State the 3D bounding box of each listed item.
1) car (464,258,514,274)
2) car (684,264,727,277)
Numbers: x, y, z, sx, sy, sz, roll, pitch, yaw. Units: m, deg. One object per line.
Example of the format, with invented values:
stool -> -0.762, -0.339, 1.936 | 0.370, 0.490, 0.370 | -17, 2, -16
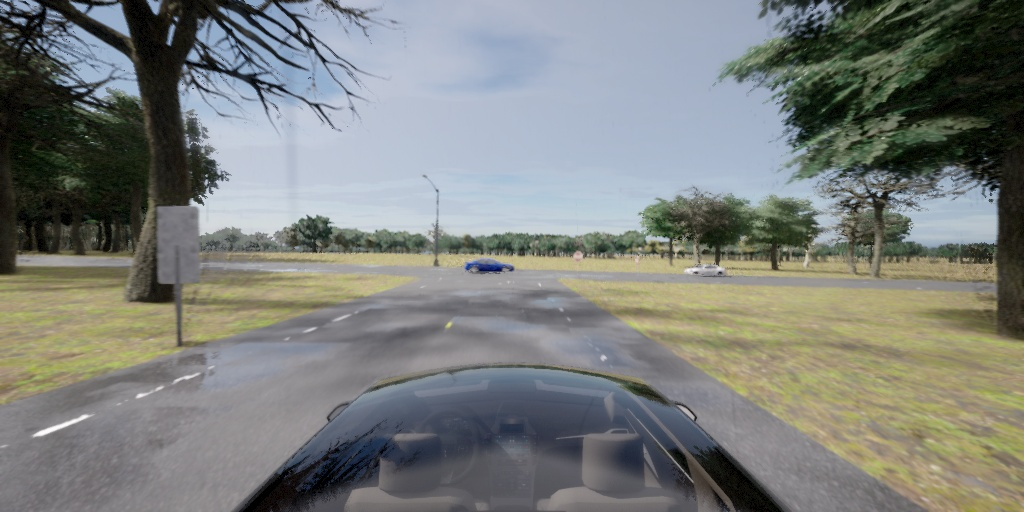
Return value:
car -> -2.257, 0.979, 36.007 | 5.008, 1.535, 1.882 | 1, 1, 0
car -> 23.113, 1.738, 42.881 | 4.674, 1.442, 1.812 | 1, 1, 0
